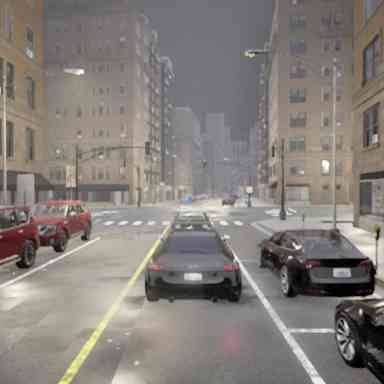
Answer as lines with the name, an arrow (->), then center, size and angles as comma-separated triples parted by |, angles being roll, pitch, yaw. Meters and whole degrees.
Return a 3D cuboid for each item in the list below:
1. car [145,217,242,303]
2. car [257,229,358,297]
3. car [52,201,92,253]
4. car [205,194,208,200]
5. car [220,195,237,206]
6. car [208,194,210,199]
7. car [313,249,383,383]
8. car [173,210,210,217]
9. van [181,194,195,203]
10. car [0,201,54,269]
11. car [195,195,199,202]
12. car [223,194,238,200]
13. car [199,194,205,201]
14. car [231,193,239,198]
car -> 0.038, 1.561, 8.265 | 1.994, 1.385, 4.181 | 0, 0, 0
car -> 2.841, 1.563, 8.382 | 1.947, 1.339, 4.313 | -1, 0, 0
car -> -5.695, 1.309, 13.868 | 2.192, 1.841, 5.009 | -1, 0, 0
car -> 2.293, 1.441, 86.618 | 1.802, 1.307, 4.206 | 0, 0, 9
car -> 5.668, 1.505, 52.721 | 1.947, 1.339, 4.313 | 0, 0, 9
car -> 3.133, 1.294, 92.050 | 1.967, 1.590, 4.097 | 0, 0, 9
car -> 2.850, 1.565, 2.875 | 1.947, 1.339, 4.313 | -1, 0, 0
car -> -0.022, 1.592, 17.079 | 1.895, 1.301, 4.718 | 0, 0, 0
van -> -1.075, 1.239, 64.890 | 1.690, 1.788, 3.998 | 0, 0, 9
car -> -5.687, 1.312, 8.361 | 2.192, 1.841, 5.009 | -1, 0, 0
car -> -0.233, 1.325, 70.322 | 1.967, 1.590, 4.097 | 0, 0, 9
car -> 7.352, 1.477, 63.585 | 1.947, 1.339, 4.313 | 0, 0, 9
car -> 1.425, 1.392, 81.017 | 1.752, 1.417, 4.829 | 0, 0, 9
car -> 10.716, 1.188, 85.313 | 2.192, 1.841, 5.009 | 0, 0, 9
